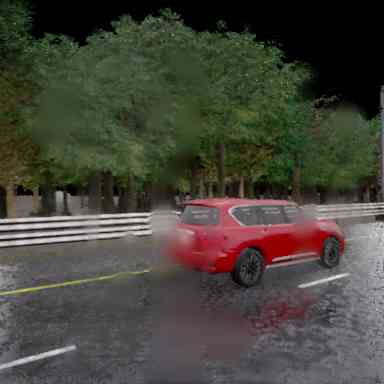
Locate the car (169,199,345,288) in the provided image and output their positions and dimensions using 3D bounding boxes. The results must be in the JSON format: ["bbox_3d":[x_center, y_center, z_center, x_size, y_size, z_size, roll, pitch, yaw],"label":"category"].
[{"bbox_3d":[2.015,1.205,9.473,5.566,2.045,2.150,0,0,-35],"label":"car"}]
